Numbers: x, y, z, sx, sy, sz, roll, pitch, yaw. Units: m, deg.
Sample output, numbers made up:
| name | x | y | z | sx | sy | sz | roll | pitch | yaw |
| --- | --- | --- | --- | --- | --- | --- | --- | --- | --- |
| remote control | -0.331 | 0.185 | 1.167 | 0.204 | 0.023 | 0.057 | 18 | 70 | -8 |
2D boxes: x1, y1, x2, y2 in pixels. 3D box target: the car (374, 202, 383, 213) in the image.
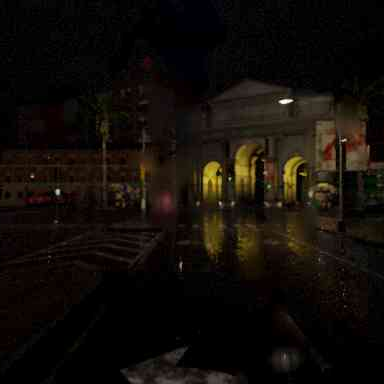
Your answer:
| name | x | y | z | sx | sy | sz | roll | pitch | yaw |
| --- | --- | --- | --- | --- | --- | --- | --- | --- | --- |
| car | 26.597 | 2.032 | 42.163 | 5.357 | 1.411 | 2.033 | 0 | -1 | 1 |

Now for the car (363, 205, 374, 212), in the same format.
| name | x | y | z | sx | sy | sz | roll | pitch | yaw |
| --- | --- | --- | --- | --- | --- | --- | --- | --- | --- |
| car | 26.530 | 2.072 | 45.662 | 5.357 | 1.411 | 2.033 | 0 | -1 | 1 |
